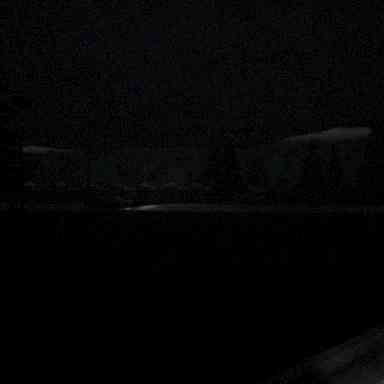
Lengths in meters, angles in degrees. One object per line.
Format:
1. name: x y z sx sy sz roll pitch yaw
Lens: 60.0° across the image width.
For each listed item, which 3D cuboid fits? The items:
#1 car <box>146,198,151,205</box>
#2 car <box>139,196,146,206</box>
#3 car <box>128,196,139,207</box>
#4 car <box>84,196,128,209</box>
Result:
1. car: -8.931 1.294 52.172 4.902 1.511 2.128 0 0 12
2. car: -9.605 1.347 48.737 4.674 1.442 1.812 0 0 12
3. car: -10.290 1.318 45.304 5.008 1.535 1.882 0 0 12
4. car: -11.090 1.352 41.897 4.902 1.511 2.128 0 0 12
